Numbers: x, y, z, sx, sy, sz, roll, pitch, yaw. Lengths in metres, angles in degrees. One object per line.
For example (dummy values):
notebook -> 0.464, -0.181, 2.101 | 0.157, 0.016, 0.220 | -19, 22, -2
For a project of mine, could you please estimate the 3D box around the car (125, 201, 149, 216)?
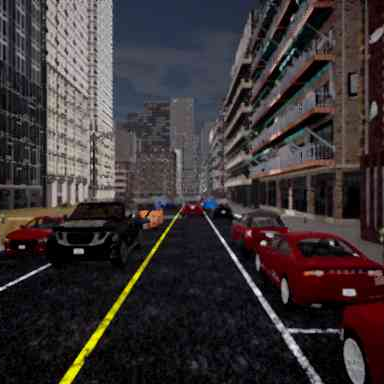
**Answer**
car -> -5.742, 1.720, 35.360 | 1.752, 1.417, 4.829 | 0, 0, 0

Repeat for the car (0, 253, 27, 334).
car -> -3.092, 1.537, 2.007 | 1.812, 1.442, 4.674 | 0, 0, 0

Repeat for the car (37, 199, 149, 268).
car -> -3.098, 1.284, 11.871 | 2.150, 2.045, 5.566 | 0, 0, 0

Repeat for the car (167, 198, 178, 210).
car -> -3.063, 1.944, 49.194 | 1.895, 1.301, 4.718 | 0, 0, 0

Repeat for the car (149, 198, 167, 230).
car -> -3.099, 1.470, 22.200 | 2.097, 1.767, 4.553 | 0, 0, 0

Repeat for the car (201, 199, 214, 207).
car -> 2.611, 1.877, 57.650 | 2.008, 1.369, 4.403 | 0, 0, 0

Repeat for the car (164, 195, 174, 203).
car -> -5.808, 1.820, 85.279 | 2.192, 1.841, 5.009 | 0, 0, 0

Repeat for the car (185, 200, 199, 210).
car -> -0.008, 1.830, 47.667 | 1.994, 1.385, 4.181 | 0, 0, 0

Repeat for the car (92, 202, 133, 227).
car -> -5.728, 1.571, 24.476 | 1.967, 1.590, 4.097 | 0, 0, 0

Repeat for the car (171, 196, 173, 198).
car -> -5.791, 2.014, 74.222 | 1.802, 1.307, 4.206 | 0, 0, 0

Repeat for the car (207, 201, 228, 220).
car -> 2.646, 1.728, 30.013 | 1.947, 1.339, 4.313 | 0, 0, 0

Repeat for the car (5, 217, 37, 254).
car -> -5.713, 1.615, 13.420 | 1.887, 1.381, 4.507 | 0, 0, 0

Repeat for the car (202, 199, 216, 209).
car -> 2.618, 1.838, 52.123 | 1.887, 1.381, 4.507 | 0, 0, 0

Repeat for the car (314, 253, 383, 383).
car -> 2.682, 1.557, 2.375 | 1.887, 1.381, 4.507 | 0, 0, 0

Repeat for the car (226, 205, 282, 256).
car -> 2.667, 1.510, 13.431 | 1.967, 1.590, 4.097 | 0, 0, 0

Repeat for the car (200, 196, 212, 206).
car -> 2.601, 1.676, 63.180 | 2.192, 1.841, 5.009 | 0, 0, 0

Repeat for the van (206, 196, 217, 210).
van -> 2.624, 1.601, 46.596 | 1.690, 1.788, 3.998 | 0, 0, 0

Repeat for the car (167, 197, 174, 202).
car -> -5.813, 2.125, 90.805 | 1.802, 1.307, 4.206 | 0, 0, 0

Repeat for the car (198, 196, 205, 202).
car -> 2.566, 1.982, 90.816 | 1.967, 1.590, 4.097 | 0, 0, 0

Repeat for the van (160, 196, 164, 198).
van -> -5.764, 1.635, 52.114 | 1.690, 1.788, 3.998 | 0, 0, 0

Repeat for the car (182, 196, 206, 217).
car -> 0.057, 1.534, 33.443 | 2.097, 1.767, 4.553 | 0, 0, 0

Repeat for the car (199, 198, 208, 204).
car -> 2.589, 1.997, 74.233 | 1.947, 1.339, 4.313 | 0, 0, 0

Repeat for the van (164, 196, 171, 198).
van -> -5.786, 1.738, 68.696 | 1.690, 1.788, 3.998 | 0, 0, 0

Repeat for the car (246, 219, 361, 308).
car -> 2.675, 1.586, 7.902 | 1.887, 1.381, 4.507 | 0, 0, 0

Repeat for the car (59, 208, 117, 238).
car -> -5.720, 1.666, 18.948 | 1.947, 1.339, 4.313 | 0, 0, 0
